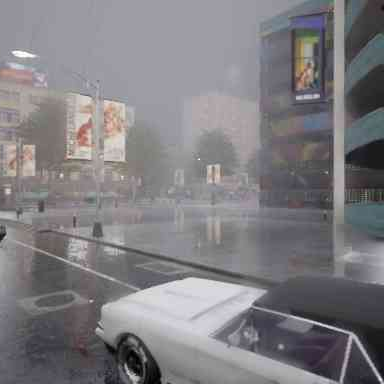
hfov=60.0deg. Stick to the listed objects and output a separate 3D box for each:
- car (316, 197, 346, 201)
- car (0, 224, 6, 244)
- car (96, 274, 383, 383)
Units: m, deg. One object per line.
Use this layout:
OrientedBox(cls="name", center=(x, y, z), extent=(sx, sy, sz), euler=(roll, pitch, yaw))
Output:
OrientedBox(cls="car", center=(17.422, 1.319, 42.551), extent=(4.674, 1.452, 2.002), euler=(0, 0, -42))
OrientedBox(cls="car", center=(-9.798, 1.600, 14.651), extent=(1.895, 1.301, 4.718), euler=(0, 0, -42))
OrientedBox(cls="car", center=(1.089, 1.601, 3.470), extent=(4.718, 1.301, 1.895), euler=(0, 0, 39))
